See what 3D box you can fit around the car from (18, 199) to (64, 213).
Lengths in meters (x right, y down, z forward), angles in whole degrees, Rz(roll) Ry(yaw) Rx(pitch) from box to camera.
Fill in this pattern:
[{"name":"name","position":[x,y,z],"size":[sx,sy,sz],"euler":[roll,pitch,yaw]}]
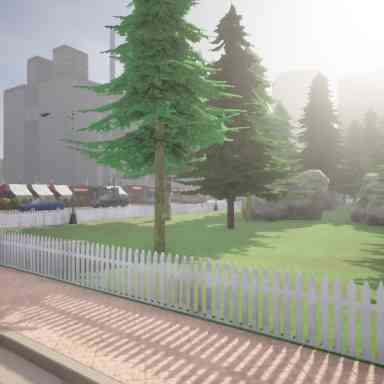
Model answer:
[{"name":"car","position":[-16.767,1.514,37.184],"size":[1.882,1.535,5.008],"euler":[0,0,34]}]

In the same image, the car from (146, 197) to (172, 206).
[{"name":"car","position":[-5.338,1.389,54.052],"size":[2.097,1.767,4.553],"euler":[0,0,34]}]

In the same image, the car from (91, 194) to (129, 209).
[{"name":"car","position":[-11.123,1.258,45.546],"size":[2.150,2.045,5.566],"euler":[0,0,34]}]

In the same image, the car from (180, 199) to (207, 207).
[{"name":"car","position":[0.260,1.630,49.554],"size":[1.895,1.301,4.718],"euler":[0,0,34]}]
